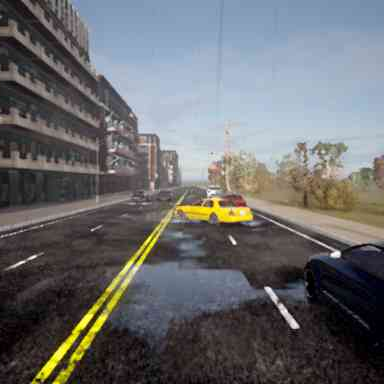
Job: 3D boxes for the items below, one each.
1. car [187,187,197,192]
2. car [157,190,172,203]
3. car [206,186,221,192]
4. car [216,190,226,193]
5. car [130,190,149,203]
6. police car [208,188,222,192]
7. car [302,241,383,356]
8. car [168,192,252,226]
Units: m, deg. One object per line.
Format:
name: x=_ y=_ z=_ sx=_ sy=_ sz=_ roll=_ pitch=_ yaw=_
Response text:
car: x=0.004 y=-0.371 z=74.850 sx=2.097 sy=1.767 sz=4.553 roll=0 pitch=1 yaw=0
car: x=-3.331 y=0.503 z=41.883 sx=1.882 sy=1.535 sz=5.008 roll=0 pitch=1 yaw=0
car: x=3.252 y=0.080 z=49.174 sx=2.150 sy=2.045 sz=5.566 roll=0 pitch=1 yaw=0
car: x=3.251 y=0.843 z=27.155 sx=1.882 sy=1.535 sz=5.008 roll=0 pitch=1 yaw=0
car: x=-6.579 y=0.520 z=42.299 sx=1.837 sy=1.490 sz=4.892 roll=0 pitch=2 yaw=0
police car: x=3.252 y=0.617 z=38.154 sx=2.038 sy=1.542 sz=4.974 roll=0 pitch=1 yaw=0
car: x=3.251 y=1.440 z=5.162 sx=1.994 sy=1.385 sz=4.181 roll=0 pitch=1 yaw=0
car: x=1.018 y=1.006 z=19.205 sx=1.801 sy=1.575 sz=5.366 roll=-1 pitch=2 yaw=-39
